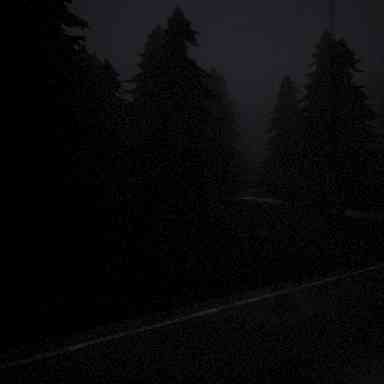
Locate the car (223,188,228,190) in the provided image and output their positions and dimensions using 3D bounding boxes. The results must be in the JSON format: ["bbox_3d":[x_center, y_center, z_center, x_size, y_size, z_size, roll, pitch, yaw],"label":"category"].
[{"bbox_3d":[5.714,-0.221,47.165,2.128,1.511,4.902,0,5,-33],"label":"car"}]
